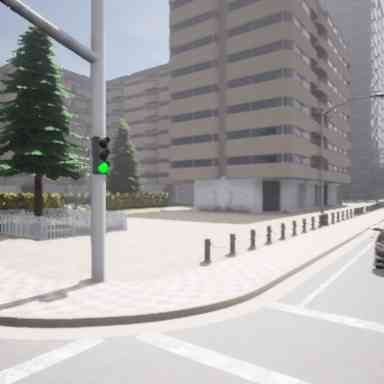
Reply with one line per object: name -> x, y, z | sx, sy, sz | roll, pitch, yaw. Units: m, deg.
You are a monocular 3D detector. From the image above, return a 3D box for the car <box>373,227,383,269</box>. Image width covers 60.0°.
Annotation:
car -> 6.975, 1.492, 10.451 | 2.128, 1.511, 4.902 | 0, 0, 36
